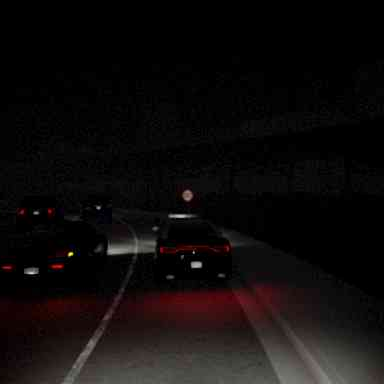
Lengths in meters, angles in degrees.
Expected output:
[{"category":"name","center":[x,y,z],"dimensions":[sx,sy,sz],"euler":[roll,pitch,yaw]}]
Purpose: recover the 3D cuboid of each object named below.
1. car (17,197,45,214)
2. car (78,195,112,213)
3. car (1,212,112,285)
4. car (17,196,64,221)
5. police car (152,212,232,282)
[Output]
[{"category":"car","center":[-18.861,1.508,38.903],"dimensions":[2.097,1.767,4.553],"euler":[-1,0,-37]},{"category":"car","center":[-7.757,1.263,26.575],"dimensions":[2.150,2.045,5.566],"euler":[0,0,-21]},{"category":"car","center":[-3.649,1.536,9.480],"dimensions":[1.812,1.442,4.674],"euler":[0,0,-5]},{"category":"car","center":[-9.455,1.277,21.060],"dimensions":[2.150,2.045,5.566],"euler":[0,0,-17]},{"category":"police car","center":[-0.153,1.423,9.993],"dimensions":[1.930,1.638,5.238],"euler":[0,0,-6]}]
